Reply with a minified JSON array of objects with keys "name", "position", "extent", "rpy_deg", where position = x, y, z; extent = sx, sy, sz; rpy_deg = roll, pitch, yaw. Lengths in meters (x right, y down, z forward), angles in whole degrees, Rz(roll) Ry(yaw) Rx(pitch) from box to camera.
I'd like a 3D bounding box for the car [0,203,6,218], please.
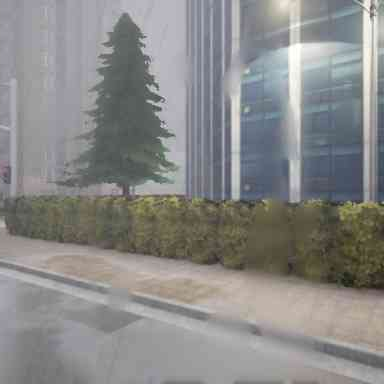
[{"name":"car","position":[-17.687,1.525,27.632],"extent":[1.812,1.442,4.674],"rpy_deg":[0,0,34]}]
